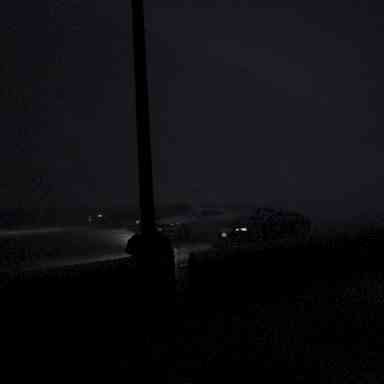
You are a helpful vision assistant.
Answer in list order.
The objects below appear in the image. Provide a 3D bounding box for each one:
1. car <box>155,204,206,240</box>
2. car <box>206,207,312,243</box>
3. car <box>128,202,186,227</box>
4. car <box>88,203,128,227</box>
[{"bbox_3d":[0.400,1.497,17.096,4.674,1.442,1.812,0,0,-35],"label":"car"},{"bbox_3d":[3.309,1.464,14.860,4.902,1.511,2.128,0,0,-35],"label":"car"},{"bbox_3d":[-1.116,1.472,20.307,4.892,1.490,1.837,0,0,-35],"label":"car"},{"bbox_3d":[-4.391,1.457,22.284,4.902,1.511,2.128,0,0,-35],"label":"car"}]
